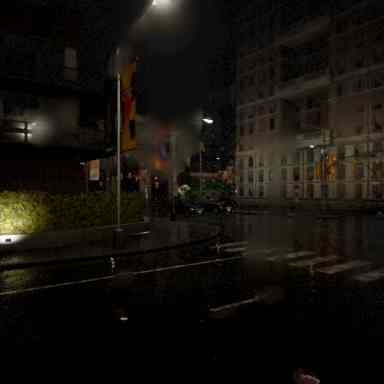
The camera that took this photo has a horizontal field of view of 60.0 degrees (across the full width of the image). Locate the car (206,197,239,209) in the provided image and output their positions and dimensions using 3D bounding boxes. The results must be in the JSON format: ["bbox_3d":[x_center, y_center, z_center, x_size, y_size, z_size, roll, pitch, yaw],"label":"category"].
[{"bbox_3d":[4.141,1.504,45.641,1.837,1.490,4.892,0,0,-35],"label":"car"}]

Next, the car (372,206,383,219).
[{"bbox_3d":[17.337,1.477,26.943,1.882,1.535,5.008,0,0,-35],"label":"car"}]

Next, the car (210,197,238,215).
[{"bbox_3d":[2.170,1.491,34.229,2.128,1.511,4.902,0,0,-35],"label":"car"}]

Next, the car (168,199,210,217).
[{"bbox_3d":[-0.621,1.526,32.112,1.812,1.442,4.674,0,0,-35],"label":"car"}]
